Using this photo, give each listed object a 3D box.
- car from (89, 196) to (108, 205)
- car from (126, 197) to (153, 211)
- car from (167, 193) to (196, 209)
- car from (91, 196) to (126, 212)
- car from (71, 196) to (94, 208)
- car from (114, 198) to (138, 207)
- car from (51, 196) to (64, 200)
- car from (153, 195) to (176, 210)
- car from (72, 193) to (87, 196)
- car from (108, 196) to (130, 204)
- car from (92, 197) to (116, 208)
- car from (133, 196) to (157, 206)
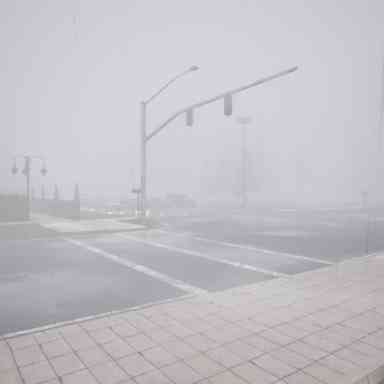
[{"bbox_3d":[-17.456,1.505,61.833,1.837,1.490,4.892,0,0,-36],"label":"car"},{"bbox_3d":[-7.456,1.547,42.116,2.033,1.411,5.357,0,0,-36],"label":"car"},{"bbox_3d":[-1.691,1.221,46.092,2.150,2.045,5.566,0,0,-36],"label":"car"},{"bbox_3d":[-10.037,1.526,39.719,1.812,1.442,4.674,0,0,-36],"label":"car"},{"bbox_3d":[-15.903,1.601,47.755,1.895,1.301,4.718,0,0,-36],"label":"car"},{"bbox_3d":[-10.480,1.601,52.200,1.895,1.301,4.718,0,0,-36],"label":"car"},{"bbox_3d":[-23.680,1.505,58.484,1.837,1.490,4.892,0,0,-36],"label":"car"},{"bbox_3d":[-4.510,1.505,44.014,1.837,1.490,4.892,0,0,-36],"label":"car"},{"bbox_3d":[-19.649,1.221,58.882,2.150,2.045,5.566,0,0,-36],"label":"car"},{"bbox_3d":[-13.839,1.547,62.814,2.033,1.411,5.357,0,0,-36],"label":"car"},{"bbox_3d":[-13.362,1.505,50.214,1.837,1.490,4.892,0,0,-36],"label":"car"},{"bbox_3d":[-7.676,1.505,54.301,1.837,1.490,4.892,0,0,-36],"label":"car"}]
